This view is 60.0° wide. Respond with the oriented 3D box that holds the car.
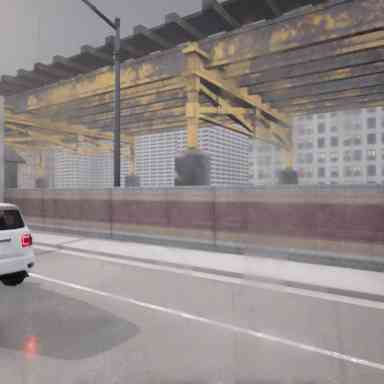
[{"bbox_3d":[-6.186,1.246,8.314,5.566,2.045,2.150,0,0,36],"label":"car"}]
